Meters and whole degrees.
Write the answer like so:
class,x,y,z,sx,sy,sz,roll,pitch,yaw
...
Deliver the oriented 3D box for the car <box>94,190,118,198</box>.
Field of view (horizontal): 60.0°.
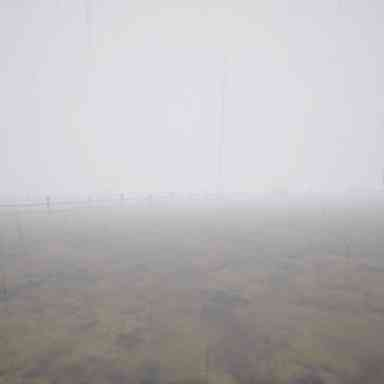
class,x,y,z,sx,sy,sz,roll,pitch,yaw
car,-16.240,0.329,62.728,1.837,1.490,4.892,1,2,36
